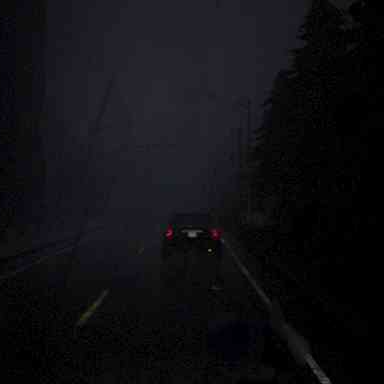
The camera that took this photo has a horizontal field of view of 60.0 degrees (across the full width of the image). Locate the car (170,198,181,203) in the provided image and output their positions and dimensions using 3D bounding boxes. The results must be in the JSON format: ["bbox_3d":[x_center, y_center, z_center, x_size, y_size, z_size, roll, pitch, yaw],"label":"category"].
[{"bbox_3d":[-4.090,2.333,75.952,1.812,1.442,4.674,0,-1,0],"label":"car"}]

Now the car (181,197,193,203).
[{"bbox_3d":[-0.904,2.480,83.890,1.895,1.301,4.718,0,-1,-7],"label":"car"}]

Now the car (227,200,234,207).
[{"bbox_3d":[8.875,1.797,59.256,4.605,1.855,1.932,0,-1,-1],"label":"car"}]

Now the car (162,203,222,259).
[{"bbox_3d":[0.023,1.500,13.402,2.097,1.767,4.553,0,-1,0],"label":"car"}]

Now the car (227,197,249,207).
[{"bbox_3d":[8.462,1.827,61.766,3.866,1.878,1.905,0,-1,-1],"label":"car"}]
